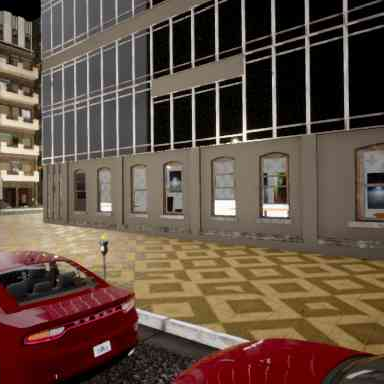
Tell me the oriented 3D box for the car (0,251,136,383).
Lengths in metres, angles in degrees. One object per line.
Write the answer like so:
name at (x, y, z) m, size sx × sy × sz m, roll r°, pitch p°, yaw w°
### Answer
car at (-2.774, 1.546, 4.869) m, size 4.507 × 1.381 × 1.887 m, roll 0°, pitch -1°, yaw 36°

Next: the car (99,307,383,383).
car at (1.796, 1.545, 1.603) m, size 4.507 × 1.381 × 1.887 m, roll 0°, pitch -1°, yaw 36°
